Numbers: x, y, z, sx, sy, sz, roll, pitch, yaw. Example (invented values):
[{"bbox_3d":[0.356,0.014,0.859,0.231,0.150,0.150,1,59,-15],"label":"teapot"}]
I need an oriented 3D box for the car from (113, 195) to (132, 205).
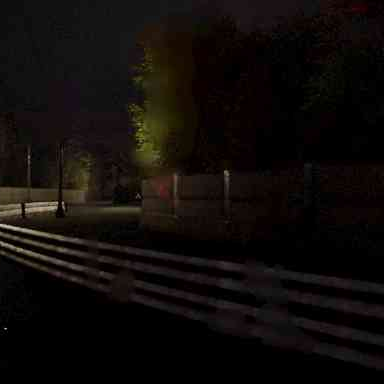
[{"bbox_3d":[-15.471,1.713,72.441,2.150,2.045,5.566,0,0,5],"label":"car"}]

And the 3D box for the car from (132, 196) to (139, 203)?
[{"bbox_3d":[-14.620,1.884,82.679,2.097,1.767,4.553,0,0,5],"label":"car"}]
